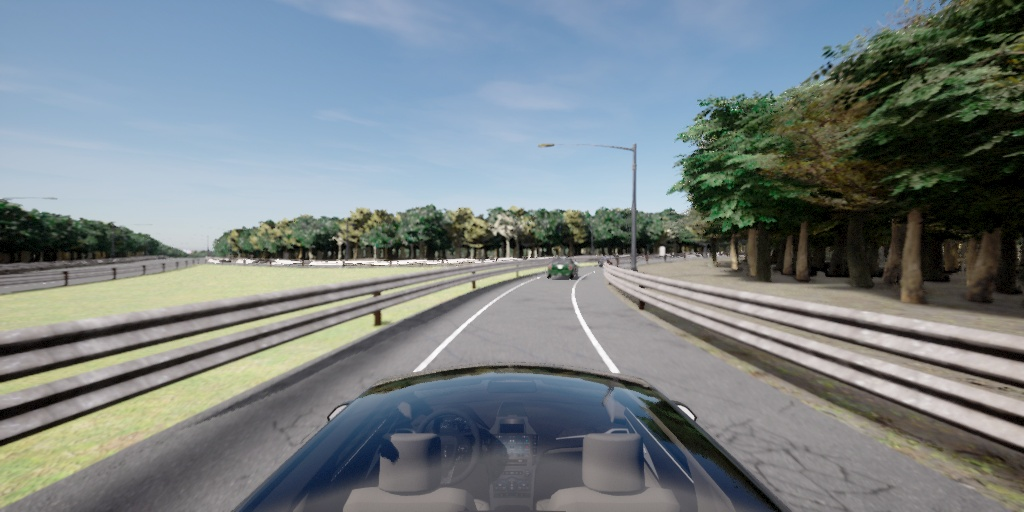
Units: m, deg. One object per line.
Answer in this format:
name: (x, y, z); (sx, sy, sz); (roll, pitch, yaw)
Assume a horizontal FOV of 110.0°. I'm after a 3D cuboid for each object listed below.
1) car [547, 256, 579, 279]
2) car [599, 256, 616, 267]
car: (4.310, 0.886, 29.820); (2.097, 1.767, 4.553); (0, 1, 16)
car: (14.388, 0.789, 53.071); (2.128, 1.511, 4.902); (0, 1, 31)
